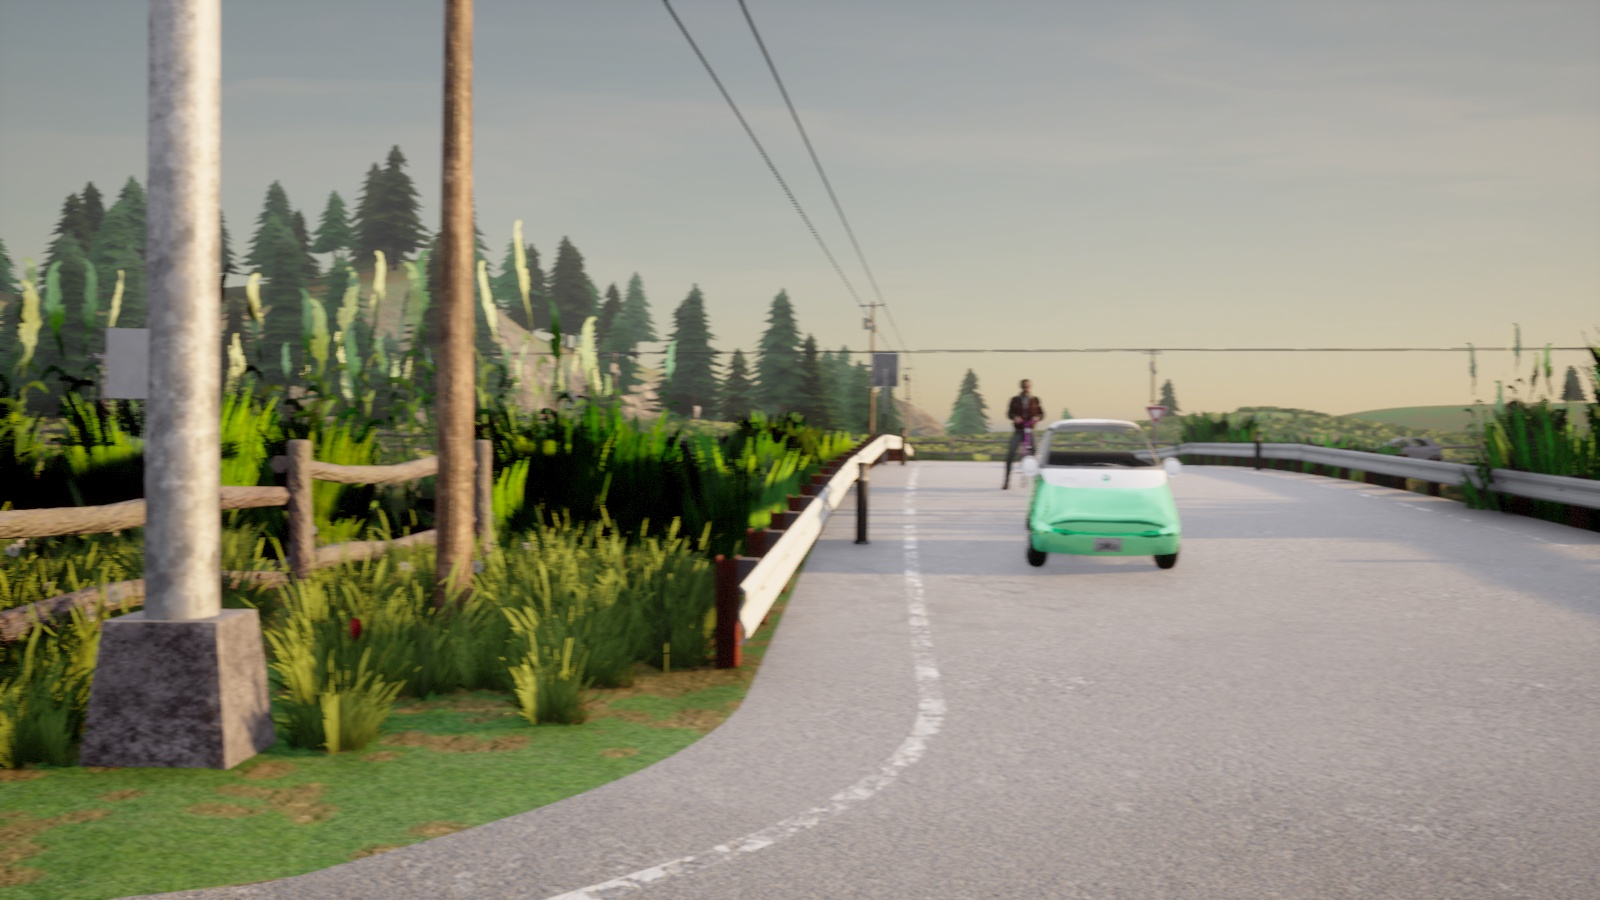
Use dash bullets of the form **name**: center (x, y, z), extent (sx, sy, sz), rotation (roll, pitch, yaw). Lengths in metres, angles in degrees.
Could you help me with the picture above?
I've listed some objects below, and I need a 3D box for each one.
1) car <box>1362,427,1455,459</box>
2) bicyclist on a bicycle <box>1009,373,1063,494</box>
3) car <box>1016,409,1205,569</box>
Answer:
- **car**: center (29.370, -0.335, 60.694), extent (3.633, 1.501, 1.845), rotation (0, 1, 5)
- **bicyclist on a bicycle**: center (3.623, -0.278, 19.395), extent (0.659, 1.776, 1.843), rotation (0, 2, 6)
- **car**: center (2.993, 0.317, 12.458), extent (1.481, 1.376, 2.207), rotation (0, 4, 5)
